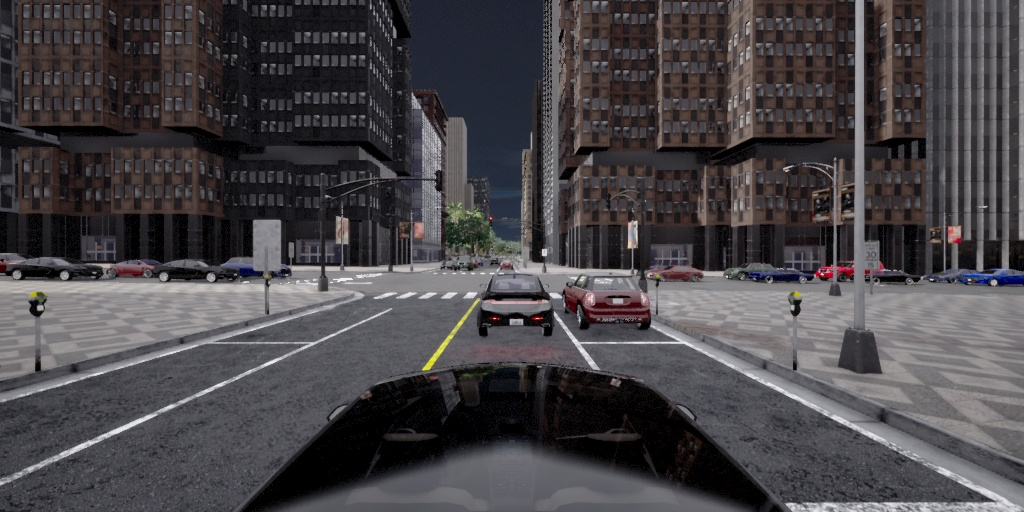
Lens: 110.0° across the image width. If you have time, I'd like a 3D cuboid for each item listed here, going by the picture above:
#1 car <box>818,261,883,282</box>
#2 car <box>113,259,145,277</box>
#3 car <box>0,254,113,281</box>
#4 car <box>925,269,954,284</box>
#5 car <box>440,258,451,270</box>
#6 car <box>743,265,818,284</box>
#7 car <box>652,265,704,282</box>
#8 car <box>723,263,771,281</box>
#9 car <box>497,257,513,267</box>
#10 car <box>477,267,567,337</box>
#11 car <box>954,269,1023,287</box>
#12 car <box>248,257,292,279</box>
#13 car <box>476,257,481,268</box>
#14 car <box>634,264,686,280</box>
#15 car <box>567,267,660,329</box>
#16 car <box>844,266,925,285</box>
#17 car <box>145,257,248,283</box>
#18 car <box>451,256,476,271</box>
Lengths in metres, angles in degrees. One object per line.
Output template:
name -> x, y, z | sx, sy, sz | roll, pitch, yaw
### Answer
car -> 32.806, 1.467, 34.749 | 5.566, 2.045, 2.150 | 1, 0, -1
car -> -28.209, 0.946, 27.506 | 4.181, 1.385, 1.994 | 1, 0, -1
car -> -30.742, 0.827, 24.240 | 5.008, 1.535, 1.882 | 1, 0, 0
car -> 43.439, 1.950, 34.802 | 5.357, 1.411, 2.033 | 1, 0, 0
car -> -9.290, 1.324, 52.510 | 1.948, 1.339, 4.313 | 0, 0, -1
car -> 23.442, 1.714, 31.425 | 4.718, 1.301, 1.895 | 1, 0, 0
car -> 14.236, 1.505, 31.341 | 4.674, 1.442, 1.812 | 1, 0, -1
car -> 23.020, 1.455, 34.670 | 4.553, 1.767, 2.097 | 1, 0, -1
car -> -0.765, 1.198, 52.589 | 1.967, 1.591, 4.097 | 0, 0, -1
car -> 0.075, 1.241, 10.322 | 2.128, 1.511, 4.902 | 0, 0, -1
car -> 42.782, 1.874, 31.551 | 5.008, 1.535, 1.882 | 1, 0, 0
car -> -19.566, 0.855, 27.588 | 4.553, 1.767, 2.097 | 1, 0, 0
car -> -6.675, 1.251, 59.398 | 1.882, 1.535, 5.008 | 0, 0, 0
car -> 14.186, 1.540, 34.592 | 4.181, 1.385, 1.994 | 1, 0, -1
car -> 2.733, 1.190, 11.208 | 1.967, 1.591, 4.097 | 0, 0, 0
car -> 32.608, 1.848, 31.500 | 4.718, 1.301, 1.895 | 1, 0, -1
car -> -21.275, 0.961, 24.323 | 5.008, 1.535, 1.882 | 1, 0, -1
car -> -6.593, 0.973, 49.408 | 2.150, 2.045, 5.566 | 0, 0, 0
